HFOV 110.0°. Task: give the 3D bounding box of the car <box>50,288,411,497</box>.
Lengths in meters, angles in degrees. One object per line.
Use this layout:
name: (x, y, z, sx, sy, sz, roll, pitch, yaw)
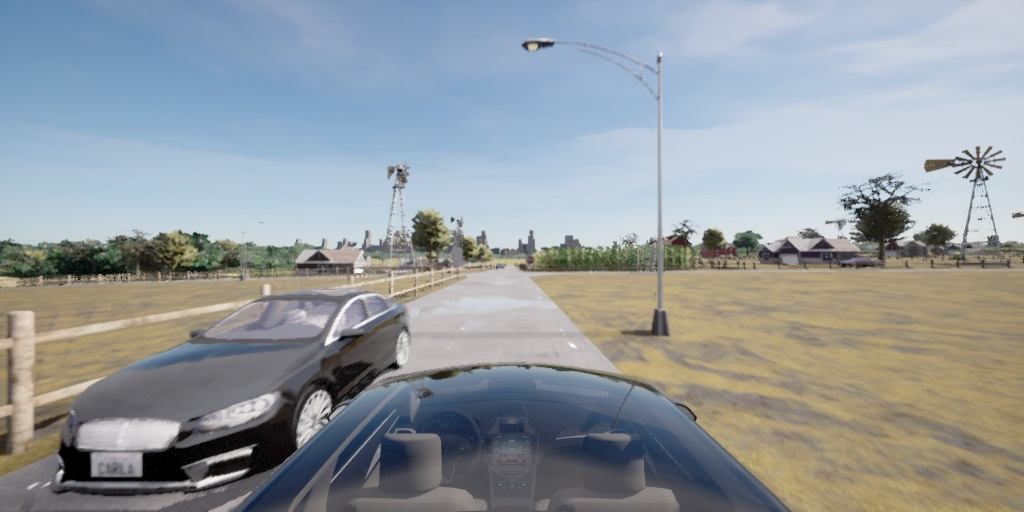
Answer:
car: (-2.851, 1.257, 5.034, 2.128, 1.511, 4.902, 0, 0, 0)
